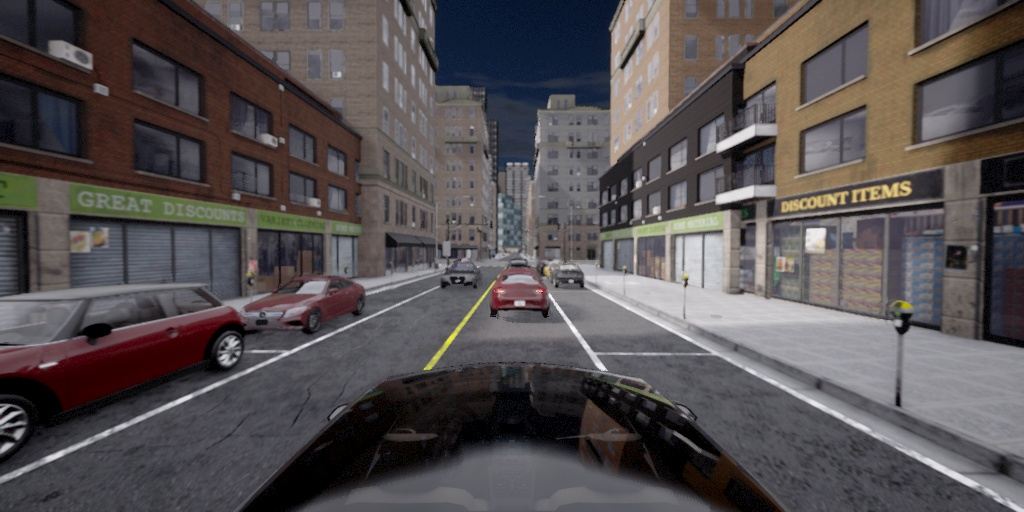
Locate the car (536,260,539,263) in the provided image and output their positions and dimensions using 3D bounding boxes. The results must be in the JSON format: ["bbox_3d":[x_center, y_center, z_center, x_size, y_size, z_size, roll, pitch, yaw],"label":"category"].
[{"bbox_3d":[3.357,0.947,32.310,1.948,1.339,4.313,0,0,1],"label":"car"}]

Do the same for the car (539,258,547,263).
[{"bbox_3d":[3.267,0.976,26.895,1.751,1.417,4.829,0,0,1],"label":"car"}]

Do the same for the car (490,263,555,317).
[{"bbox_3d":[0.261,1.147,12.450,1.812,1.442,4.674,0,1,1],"label":"car"}]

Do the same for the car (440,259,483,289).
[{"bbox_3d":[-2.800,1.080,20.609,1.994,1.385,4.181,0,1,1],"label":"car"}]

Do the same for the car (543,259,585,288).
[{"bbox_3d":[3.172,1.071,21.140,2.007,1.370,4.403,0,0,1],"label":"car"}]

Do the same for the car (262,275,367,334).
[{"bbox_3d":[-5.550,1.221,10.109,1.802,1.307,4.207,0,0,1],"label":"car"}]

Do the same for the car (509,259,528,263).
[{"bbox_3d":[0.510,0.935,27.930,1.837,1.490,4.892,0,1,1],"label":"car"}]

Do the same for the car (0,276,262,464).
[{"bbox_3d":[-5.641,1.146,4.524,1.967,1.591,4.097,0,0,1],"label":"car"}]
